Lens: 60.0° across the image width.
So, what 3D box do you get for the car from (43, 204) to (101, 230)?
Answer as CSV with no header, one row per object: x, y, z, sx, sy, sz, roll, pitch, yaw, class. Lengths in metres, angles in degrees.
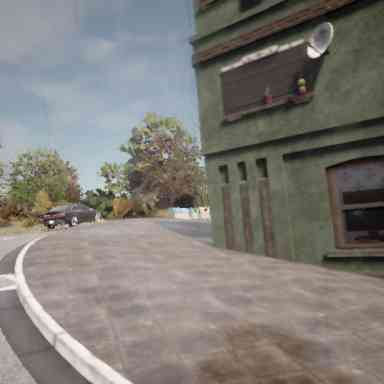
-8.098,1.625,22.813,1.837,1.490,4.892,-7,-2,13,car
